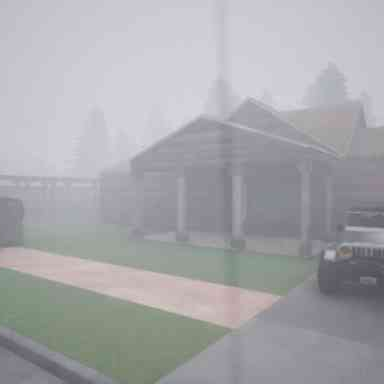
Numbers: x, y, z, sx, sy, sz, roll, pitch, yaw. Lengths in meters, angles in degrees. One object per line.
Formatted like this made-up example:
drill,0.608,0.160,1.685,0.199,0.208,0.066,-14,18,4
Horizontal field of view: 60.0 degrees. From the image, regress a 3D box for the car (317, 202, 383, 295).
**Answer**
car,4.238,1.182,7.529,1.905,1.878,3.866,0,0,35
